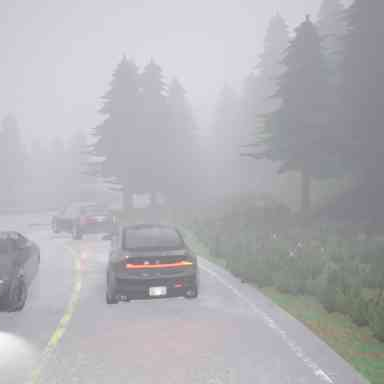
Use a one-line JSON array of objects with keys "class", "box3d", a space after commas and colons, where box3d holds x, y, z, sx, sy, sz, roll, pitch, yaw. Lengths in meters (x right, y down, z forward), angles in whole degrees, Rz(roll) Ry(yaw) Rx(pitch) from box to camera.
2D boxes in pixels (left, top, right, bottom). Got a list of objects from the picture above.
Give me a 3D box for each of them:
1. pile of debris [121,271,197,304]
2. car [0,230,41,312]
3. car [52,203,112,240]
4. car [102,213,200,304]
[{"class": "pile of debris", "box3d": [-0.858, 2.175, 7.751, 1.500, 0.140, 1.860, 0, 0, -14]}, {"class": "car", "box3d": [-4.562, 1.564, 7.256, 1.994, 1.385, 4.181, 0, 0, -17]}, {"class": "car", "box3d": [-5.718, 1.352, 17.458, 2.097, 1.767, 4.553, 0, 0, -39]}, {"class": "car", "box3d": [-1.115, 1.504, 8.240, 1.837, 1.490, 4.892, 0, 0, -12]}]
